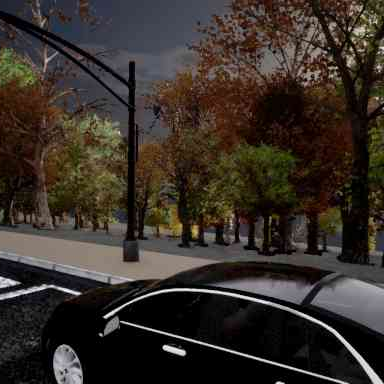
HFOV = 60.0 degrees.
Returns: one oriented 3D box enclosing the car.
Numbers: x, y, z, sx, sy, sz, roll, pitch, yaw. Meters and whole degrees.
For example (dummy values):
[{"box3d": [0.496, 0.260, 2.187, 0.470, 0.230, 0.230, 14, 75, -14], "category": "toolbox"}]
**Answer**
[{"box3d": [0.398, 1.505, 3.391, 4.892, 1.490, 1.837, 0, 0, 36], "category": "car"}]
